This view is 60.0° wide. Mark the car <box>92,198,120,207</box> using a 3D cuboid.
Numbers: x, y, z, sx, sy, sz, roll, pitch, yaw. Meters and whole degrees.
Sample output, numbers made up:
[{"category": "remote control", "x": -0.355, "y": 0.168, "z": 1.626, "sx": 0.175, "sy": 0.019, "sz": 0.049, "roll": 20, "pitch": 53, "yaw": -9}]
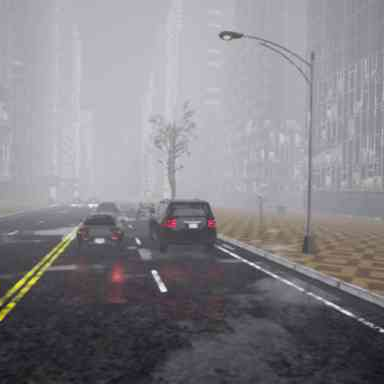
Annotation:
[{"category": "car", "x": -7.311, "y": 1.592, "z": 28.832, "sx": 1.882, "sy": 1.535, "sz": 5.008, "roll": 1, "pitch": 0, "yaw": -13}]

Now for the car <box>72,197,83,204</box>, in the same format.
[{"category": "car", "x": -23.219, "y": 1.712, "z": 67.667, "sx": 2.128, "sy": 1.511, "sz": 4.902, "roll": 1, "pitch": 0, "yaw": -13}]

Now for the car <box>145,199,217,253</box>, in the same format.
[{"category": "car", "x": -0.577, "y": 1.317, "z": 14.538, "sx": 2.150, "sy": 2.045, "sz": 5.566, "roll": 1, "pitch": 0, "yaw": -13}]

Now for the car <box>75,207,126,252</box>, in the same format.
[{"category": "car", "x": -3.823, "y": 1.579, "z": 14.136, "sx": 1.812, "sy": 1.442, "sz": 4.674, "roll": 1, "pitch": 0, "yaw": -13}]

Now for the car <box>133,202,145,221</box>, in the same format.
[{"category": "car", "x": -4.109, "y": 1.654, "z": 29.408, "sx": 2.128, "sy": 1.511, "sz": 4.902, "roll": 1, "pitch": 0, "yaw": -13}]

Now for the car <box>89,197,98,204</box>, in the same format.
[{"category": "car", "x": -20.057, "y": 1.760, "z": 68.418, "sx": 2.128, "sy": 1.511, "sz": 4.902, "roll": 1, "pitch": 0, "yaw": -13}]
